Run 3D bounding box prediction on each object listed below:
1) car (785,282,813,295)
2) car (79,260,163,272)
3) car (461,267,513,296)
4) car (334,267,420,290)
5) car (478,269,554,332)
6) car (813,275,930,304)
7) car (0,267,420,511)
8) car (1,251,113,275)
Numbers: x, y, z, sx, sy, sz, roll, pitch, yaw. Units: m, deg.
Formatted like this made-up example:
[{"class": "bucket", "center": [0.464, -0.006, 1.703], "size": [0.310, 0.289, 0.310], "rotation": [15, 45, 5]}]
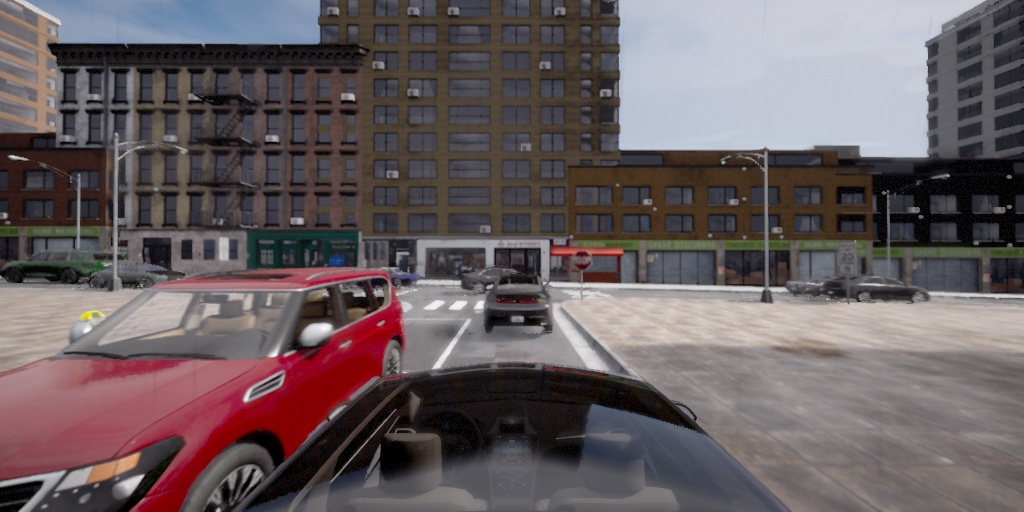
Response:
[{"class": "car", "center": [20.194, 1.962, 22.684], "size": [4.718, 1.301, 1.895], "rotation": [1, -1, 0]}, {"class": "car", "center": [-20.242, 1.114, 19.587], "size": [4.181, 1.385, 1.994], "rotation": [1, -1, 0]}, {"class": "car", "center": [-0.319, 1.380, 19.660], "size": [4.892, 1.490, 1.837], "rotation": [1, -1, 0]}, {"class": "car", "center": [-8.378, 1.371, 22.575], "size": [4.718, 1.301, 1.895], "rotation": [1, -1, 0]}, {"class": "car", "center": [0.229, 1.313, 11.121], "size": [1.837, 1.490, 4.892], "rotation": [0, -1, 2]}, {"class": "car", "center": [19.940, 1.828, 19.738], "size": [4.892, 1.490, 1.837], "rotation": [2, -1, 0]}, {"class": "car", "center": [-2.637, 1.078, 3.774], "size": [2.192, 1.841, 5.009], "rotation": [0, 0, 0]}, {"class": "car", "center": [-28.125, 0.684, 22.511], "size": [5.566, 2.045, 2.150], "rotation": [1, -1, 0]}]
